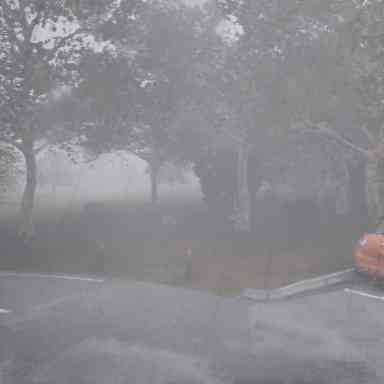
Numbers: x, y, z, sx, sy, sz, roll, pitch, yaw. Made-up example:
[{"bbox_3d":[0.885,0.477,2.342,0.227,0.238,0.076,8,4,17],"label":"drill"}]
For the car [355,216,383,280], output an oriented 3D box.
[{"bbox_3d":[6.262,1.304,8.493,4.553,1.767,2.185,-1,2,-33],"label":"car"}]
